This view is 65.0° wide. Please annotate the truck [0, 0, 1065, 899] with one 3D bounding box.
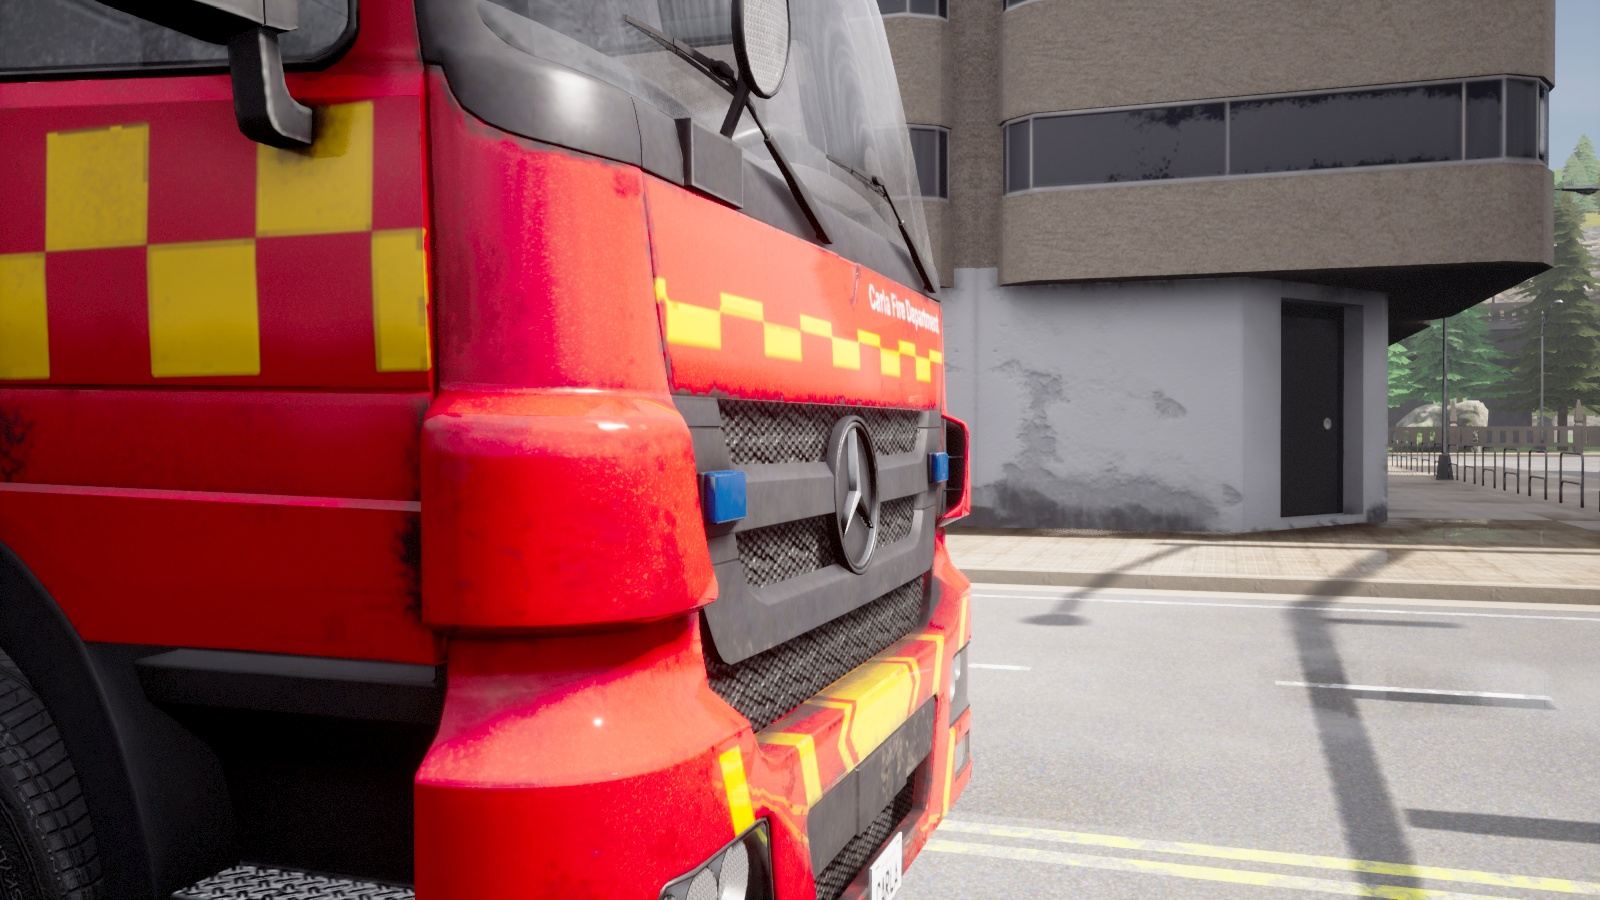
[{"bbox_3d":[-3.556,-0.422,4.371,8.468,3.827,2.891,1,1,19],"label":"truck"}]
